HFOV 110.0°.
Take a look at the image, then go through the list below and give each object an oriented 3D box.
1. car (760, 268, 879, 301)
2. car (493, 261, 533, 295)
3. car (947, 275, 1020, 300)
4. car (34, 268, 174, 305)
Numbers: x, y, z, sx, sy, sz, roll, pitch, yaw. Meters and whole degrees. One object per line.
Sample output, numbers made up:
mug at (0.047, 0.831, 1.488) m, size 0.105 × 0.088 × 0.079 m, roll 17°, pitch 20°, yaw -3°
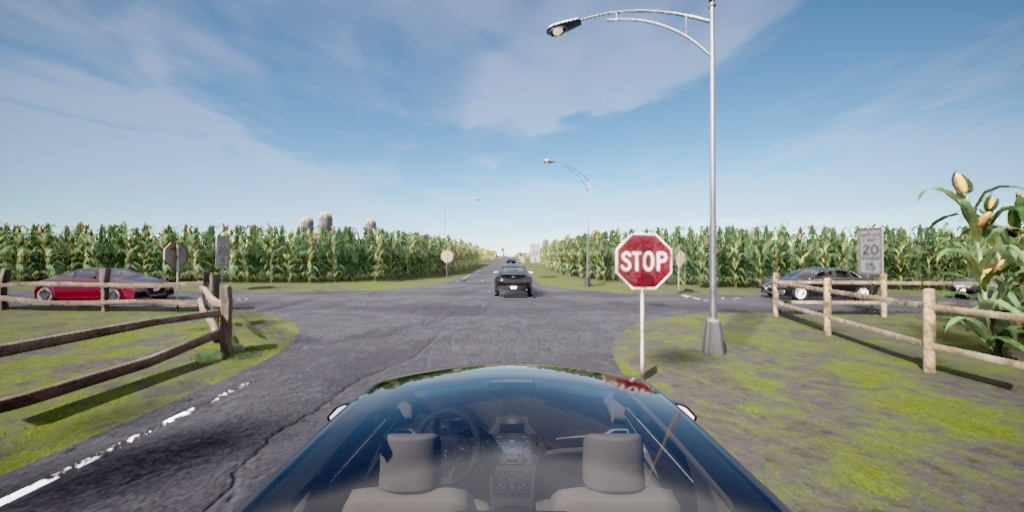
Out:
car at (14.758, 1.342, 17.389) m, size 4.892 × 1.490 × 1.837 m, roll 0°, pitch 0°, yaw 0°
car at (0.069, 1.221, 19.378) m, size 1.837 × 1.490 × 4.892 m, roll 0°, pitch 0°, yaw 0°
car at (24.165, 1.394, 17.318) m, size 4.902 × 1.511 × 2.128 m, roll 0°, pitch 0°, yaw 0°
car at (-16.541, 1.183, 14.692) m, size 4.181 × 1.385 × 1.994 m, roll 0°, pitch 0°, yaw 0°
